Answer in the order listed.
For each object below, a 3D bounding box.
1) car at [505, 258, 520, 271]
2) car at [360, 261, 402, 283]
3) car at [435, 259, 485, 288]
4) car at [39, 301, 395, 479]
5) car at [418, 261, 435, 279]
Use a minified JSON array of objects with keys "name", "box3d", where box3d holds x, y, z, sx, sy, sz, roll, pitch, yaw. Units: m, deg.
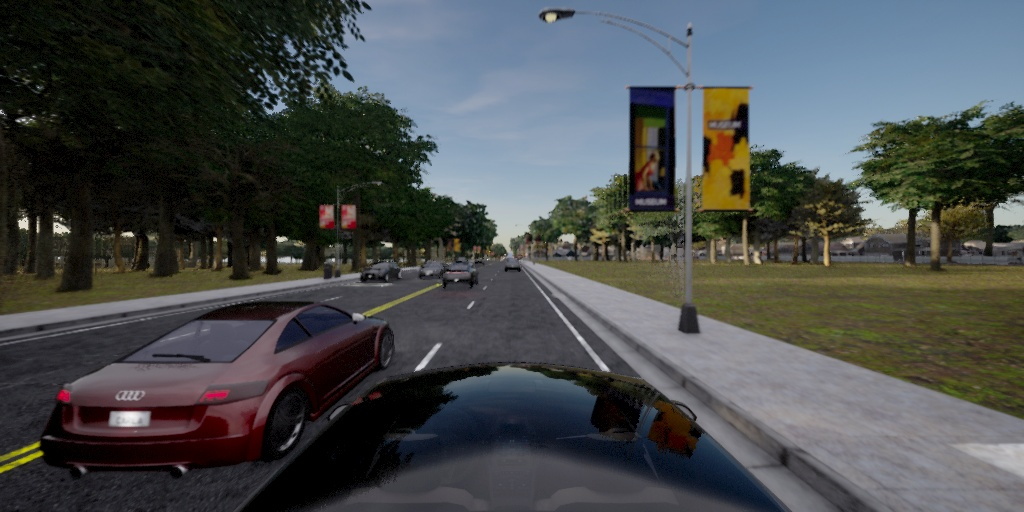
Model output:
[{"name":"car","box3d":[0.090,1.179,46.705,1.994,1.385,4.181,0,0,0]},{"name":"car","box3d":[-9.850,1.167,27.294,1.837,1.490,4.892,0,0,0]},{"name":"car","box3d":[-3.155,1.163,22.760,2.128,1.511,4.902,0,0,0]},{"name":"car","box3d":[-3.149,1.300,4.960,1.994,1.385,4.181,0,0,0]},{"name":"car","box3d":[-6.601,1.144,30.584,2.128,1.511,4.902,0,0,0]}]
